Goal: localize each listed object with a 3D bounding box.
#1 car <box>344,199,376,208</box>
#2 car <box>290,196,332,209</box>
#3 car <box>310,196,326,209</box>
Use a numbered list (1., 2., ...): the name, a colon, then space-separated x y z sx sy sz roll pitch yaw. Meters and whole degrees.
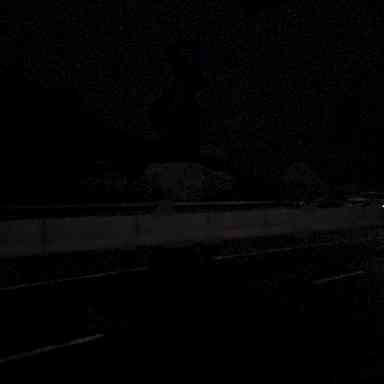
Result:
1. car: 18.463 1.023 34.631 5.566 2.045 2.150 0 0 -25
2. car: 14.454 1.238 40.489 4.892 1.490 1.837 1 0 -25
3. car: 14.473 1.290 36.608 4.674 1.442 1.812 0 0 -26
